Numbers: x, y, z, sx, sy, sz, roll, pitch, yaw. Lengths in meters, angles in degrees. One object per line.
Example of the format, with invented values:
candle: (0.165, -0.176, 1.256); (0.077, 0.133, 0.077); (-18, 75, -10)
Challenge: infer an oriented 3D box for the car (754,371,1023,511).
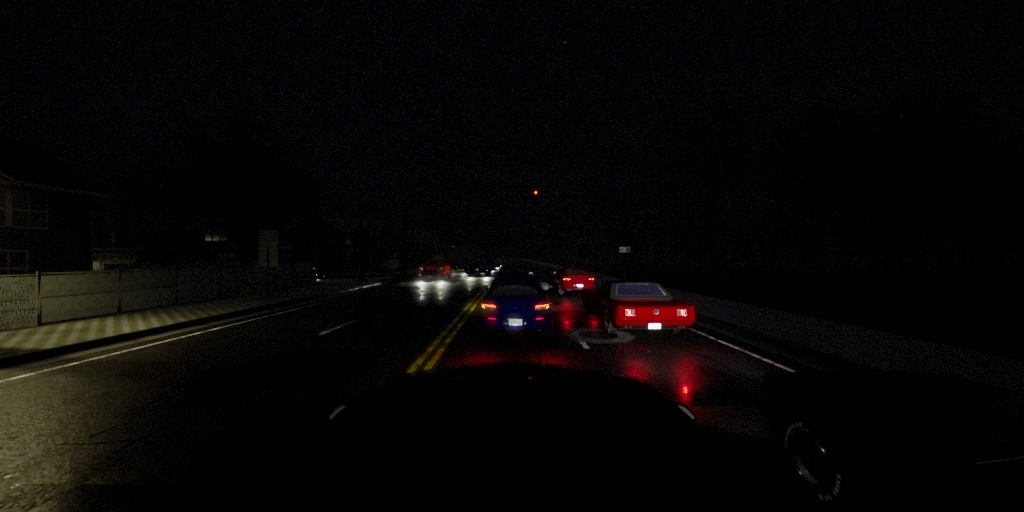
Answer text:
car: (3.348, 1.351, 1.414); (1.895, 1.301, 4.718); (0, 0, 0)

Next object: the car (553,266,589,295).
car: (3.323, 1.276, 19.690); (1.812, 1.442, 4.674); (0, 0, 0)

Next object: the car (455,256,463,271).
car: (-6.563, 0.963, 45.502); (2.150, 2.045, 5.566); (0, 0, 0)

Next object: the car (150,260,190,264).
car: (-28.436, 1.148, 30.444); (4.553, 1.767, 2.097); (0, 0, 0)

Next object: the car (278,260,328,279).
car: (-18.192, 1.130, 30.416); (4.553, 1.767, 2.097); (0, 0, 0)

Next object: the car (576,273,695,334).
car: (3.342, 1.351, 10.582); (1.895, 1.301, 4.718); (0, 0, 0)

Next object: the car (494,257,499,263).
car: (-3.307, 1.284, 50.035); (2.033, 1.411, 5.357); (0, 0, 0)

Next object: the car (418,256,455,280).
car: (-6.577, 1.101, 30.892); (2.097, 1.767, 4.553); (0, 0, 0)

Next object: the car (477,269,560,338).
car: (0.089, 1.276, 10.102); (1.812, 1.442, 4.674); (0, 0, 0)

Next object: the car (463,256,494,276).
car: (-3.327, 0.970, 37.027); (2.150, 2.045, 5.566); (0, 0, 0)

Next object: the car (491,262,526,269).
car: (0.071, 1.255, 19.364); (1.837, 1.490, 4.892); (0, 0, 0)

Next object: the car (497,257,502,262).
car: (-3.269, 1.077, 63.454); (2.097, 1.767, 4.553); (0, 0, 0)
